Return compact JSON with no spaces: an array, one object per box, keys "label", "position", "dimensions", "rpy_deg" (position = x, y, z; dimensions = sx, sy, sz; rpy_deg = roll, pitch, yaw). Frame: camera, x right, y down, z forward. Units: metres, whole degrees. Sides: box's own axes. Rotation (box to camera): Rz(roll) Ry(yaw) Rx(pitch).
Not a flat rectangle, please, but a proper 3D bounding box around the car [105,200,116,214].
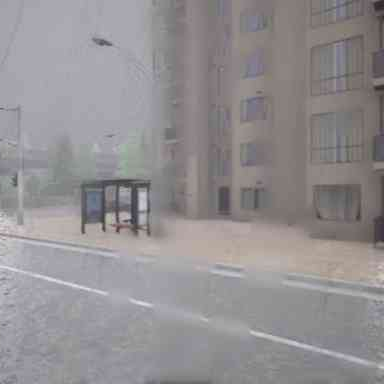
[{"label":"car","position":[-8.430,1.554,36.264],"dimensions":[2.033,1.411,5.357],"rpy_deg":[0,0,37]}]
